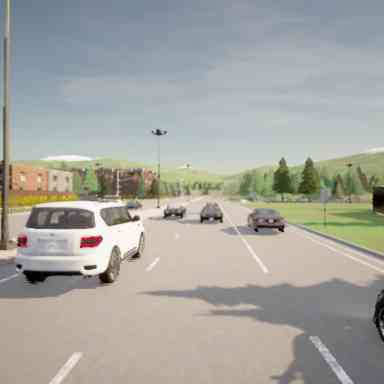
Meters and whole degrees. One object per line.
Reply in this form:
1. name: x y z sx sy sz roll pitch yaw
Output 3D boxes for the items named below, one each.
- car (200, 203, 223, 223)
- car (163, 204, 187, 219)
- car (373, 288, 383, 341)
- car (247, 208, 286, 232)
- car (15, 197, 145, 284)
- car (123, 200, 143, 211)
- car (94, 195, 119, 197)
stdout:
1. car: 1.653 1.860 28.306 1.895 1.301 4.718 0 0 3
2. car: -1.584 1.882 32.797 1.895 1.301 4.718 0 -1 3
3. car: 3.838 1.618 3.607 1.994 1.385 4.181 0 -1 2
4. car: 4.771 1.767 21.882 2.033 1.411 5.357 0 -1 3
5. car: -2.927 1.295 9.987 2.150 2.045 5.566 0 0 3
6. car: -8.693 1.989 49.455 1.994 1.385 4.181 0 -1 3
7. car: -12.186 1.505 49.640 2.150 2.045 5.566 0 -1 3
